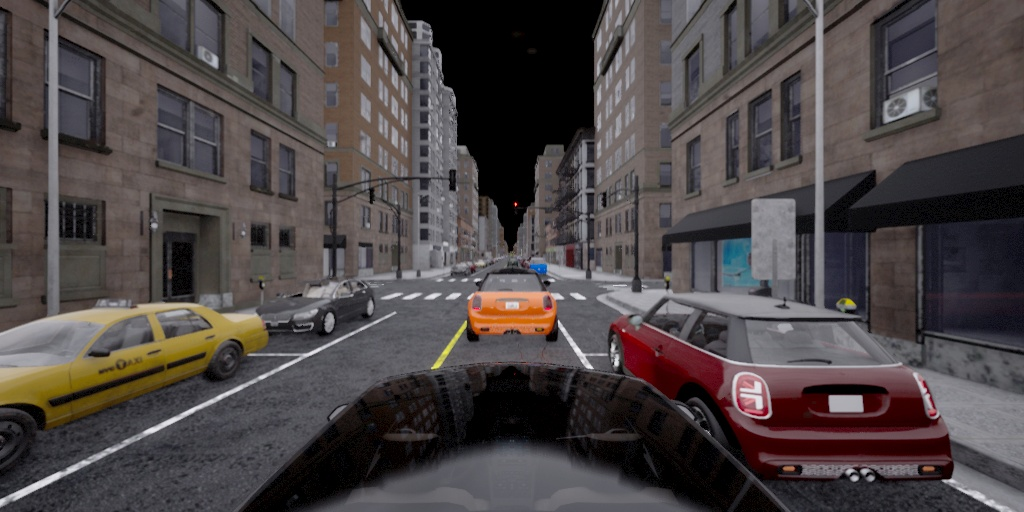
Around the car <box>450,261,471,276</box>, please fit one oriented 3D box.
[{"bbox_3d":[-5.333,1.310,37.376,2.007,1.370,4.403,0,0,0],"label":"car"}]

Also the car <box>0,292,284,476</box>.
[{"bbox_3d":[-5.383,1.276,4.606,1.751,1.417,4.829,0,0,0],"label":"car"}]

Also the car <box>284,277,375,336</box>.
[{"bbox_3d":[-5.375,1.303,10.295,2.007,1.370,4.403,0,0,0],"label":"car"}]

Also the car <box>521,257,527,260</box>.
[{"bbox_3d":[2.726,1.343,60.098,1.802,1.307,4.207,0,0,0],"label":"car"}]

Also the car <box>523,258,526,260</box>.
[{"bbox_3d":[2.709,1.344,48.735,1.802,1.307,4.207,0,0,0],"label":"car"}]

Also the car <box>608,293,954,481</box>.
[{"bbox_3d":[2.642,1.191,4.773,1.967,1.591,4.097,0,0,0],"label":"car"}]

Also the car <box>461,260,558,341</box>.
[{"bbox_3d":[0.024,1.105,9.993,2.097,1.767,4.553,0,0,0],"label":"car"}]

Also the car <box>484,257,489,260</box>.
[{"bbox_3d":[-5.299,1.286,59.934,1.751,1.417,4.829,0,0,0],"label":"car"}]

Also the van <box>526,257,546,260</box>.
[{"bbox_3d":[2.692,1.100,37.373,1.690,1.789,3.998,0,0,0],"label":"van"}]
